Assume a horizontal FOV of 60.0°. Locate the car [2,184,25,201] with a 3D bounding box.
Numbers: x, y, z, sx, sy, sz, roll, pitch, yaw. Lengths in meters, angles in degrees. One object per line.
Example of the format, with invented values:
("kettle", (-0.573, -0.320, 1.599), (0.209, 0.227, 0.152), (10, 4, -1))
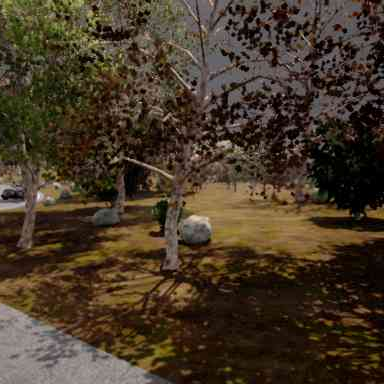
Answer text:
("car", (-16.675, -0.034, 32.117), (2.033, 1.411, 5.357), (4, 4, -15))
